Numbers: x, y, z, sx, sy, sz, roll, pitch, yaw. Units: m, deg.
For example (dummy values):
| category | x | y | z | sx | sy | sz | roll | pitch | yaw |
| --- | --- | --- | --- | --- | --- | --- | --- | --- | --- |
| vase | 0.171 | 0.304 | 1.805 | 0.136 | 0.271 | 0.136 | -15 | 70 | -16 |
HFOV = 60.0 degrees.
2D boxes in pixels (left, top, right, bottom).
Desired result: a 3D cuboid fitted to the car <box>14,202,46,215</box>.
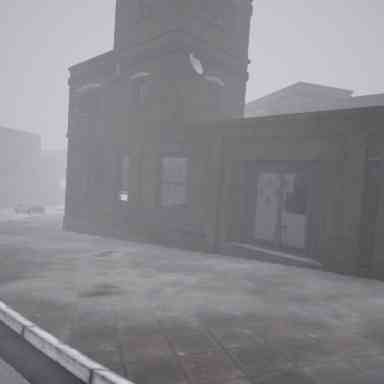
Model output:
| category | x | y | z | sx | sy | sz | roll | pitch | yaw |
| --- | --- | --- | --- | --- | --- | --- | --- | --- | --- |
| car | -19.767 | 1.992 | 40.860 | 2.128 | 1.511 | 4.902 | 4 | -1 | 3 |

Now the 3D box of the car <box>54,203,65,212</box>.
| category | x | y | z | sx | sy | sz | roll | pitch | yaw |
| --- | --- | --- | --- | --- | --- | --- | --- | --- | --- |
| car | -18.606 | 2.363 | 50.774 | 2.033 | 1.411 | 5.357 | 4 | -1 | 16 |
